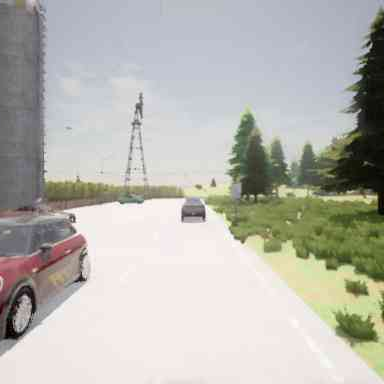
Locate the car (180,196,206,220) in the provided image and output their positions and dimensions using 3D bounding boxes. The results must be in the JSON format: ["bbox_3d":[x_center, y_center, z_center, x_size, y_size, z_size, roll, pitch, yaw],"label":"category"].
[{"bbox_3d":[0.099,1.337,26.004,2.128,1.511,4.902,0,0,0],"label":"car"}]

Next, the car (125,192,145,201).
[{"bbox_3d":[-11.900,0.945,69.495,3.866,1.878,1.905,0,0,-31],"label":"car"}]

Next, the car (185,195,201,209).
[{"bbox_3d":[0.099,1.223,42.851,1.882,1.535,5.008,0,0,0],"label":"car"}]

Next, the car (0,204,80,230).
[{"bbox_3d":[-9.059,1.433,19.643,4.181,1.381,1.994,0,0,-1],"label":"car"}]

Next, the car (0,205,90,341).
[{"bbox_3d":[-3.599,1.313,6.450,2.097,1.767,4.553,0,0,0],"label":"car"}]

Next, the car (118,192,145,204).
[{"bbox_3d":[-9.544,1.171,52.650,3.988,1.617,1.851,0,0,-1],"label":"car"}]
